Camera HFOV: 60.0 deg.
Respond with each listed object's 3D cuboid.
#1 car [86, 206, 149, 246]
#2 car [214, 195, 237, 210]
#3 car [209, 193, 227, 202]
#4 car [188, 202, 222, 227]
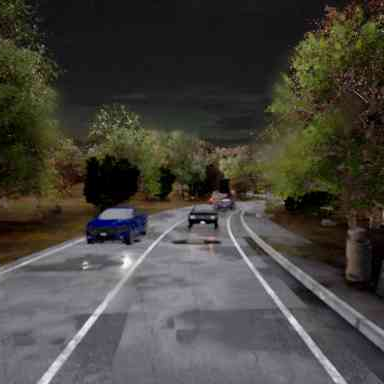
[{"bbox_3d":[-3.314,1.421,15.514,1.882,1.535,5.008,-1,-1,4],"label":"car"},{"bbox_3d":[4.517,1.528,42.819,1.812,1.442,4.674,1,0,15],"label":"car"},{"bbox_3d":[4.458,1.156,55.182,2.150,2.045,5.566,2,1,20],"label":"car"},{"bbox_3d":[0.876,1.582,22.610,1.895,1.301,4.718,0,0,5],"label":"car"}]
